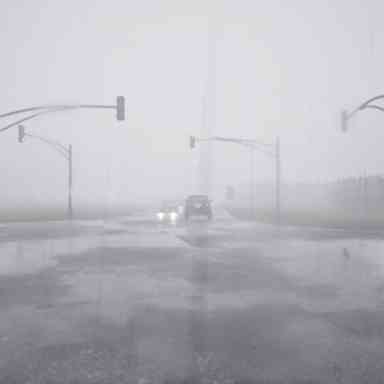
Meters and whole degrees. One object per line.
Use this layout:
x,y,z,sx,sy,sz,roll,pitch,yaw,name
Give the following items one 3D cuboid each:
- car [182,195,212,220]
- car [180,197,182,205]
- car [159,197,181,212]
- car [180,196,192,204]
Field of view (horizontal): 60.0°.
0.546,1.239,28.372,2.150,2.045,5.566,0,0,2,car
-2.097,1.517,52.534,2.128,1.511,4.902,0,0,3,car
-2.732,1.625,39.811,1.895,1.301,4.718,0,0,3,car
-1.144,1.550,66.689,1.812,1.442,4.674,0,0,4,car
